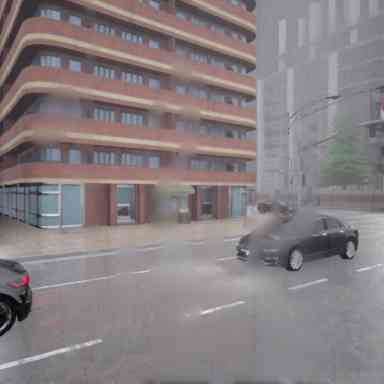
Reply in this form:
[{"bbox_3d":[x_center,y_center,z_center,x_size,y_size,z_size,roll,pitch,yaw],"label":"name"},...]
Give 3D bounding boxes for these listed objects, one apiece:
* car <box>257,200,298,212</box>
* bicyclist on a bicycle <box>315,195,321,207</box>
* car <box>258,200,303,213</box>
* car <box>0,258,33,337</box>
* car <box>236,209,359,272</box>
[{"bbox_3d":[8.612,1.526,33.261,1.812,1.442,4.674,0,0,-36],"label":"car"},{"bbox_3d":[17.779,1.301,46.912,1.656,1.620,0.582,0,0,-36],"label":"bicyclist on a bicycle"},{"bbox_3d":[9.875,1.601,37.430,1.895,1.301,4.718,0,0,-36],"label":"car"},{"bbox_3d":[-4.689,1.564,4.928,4.181,1.385,1.994,0,0,-36],"label":"car"},{"bbox_3d":[3.586,1.504,10.911,4.892,1.490,1.837,0,0,-36],"label":"car"}]
